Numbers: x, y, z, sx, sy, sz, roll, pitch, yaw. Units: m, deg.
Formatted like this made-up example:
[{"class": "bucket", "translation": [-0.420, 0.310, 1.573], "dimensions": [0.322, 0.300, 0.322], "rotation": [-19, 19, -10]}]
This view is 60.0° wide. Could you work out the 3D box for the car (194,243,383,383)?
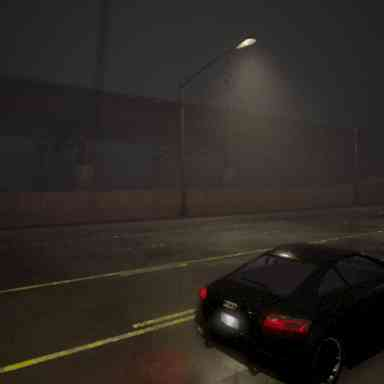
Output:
[{"class": "car", "translation": [2.095, 1.529, 5.238], "dimensions": [4.181, 1.385, 1.994], "rotation": [-1, 0, -35]}]
